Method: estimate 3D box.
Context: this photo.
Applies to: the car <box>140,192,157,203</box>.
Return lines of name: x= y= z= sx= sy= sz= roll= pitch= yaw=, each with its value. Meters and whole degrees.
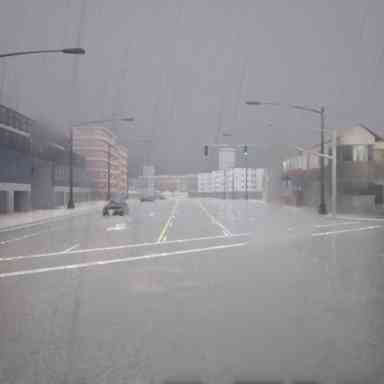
car: x=-7.683 y=1.130 z=56.910 sx=2.033 sy=1.411 sz=5.357 roll=0 pitch=1 yaw=-1

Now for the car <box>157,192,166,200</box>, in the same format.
car: x=-8.272 y=0.954 z=81.333 sx=2.150 sy=2.045 sz=5.566 roll=0 pitch=-1 yaw=-1

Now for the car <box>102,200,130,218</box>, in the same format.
car: x=-7.065 y=1.537 z=31.224 sx=2.128 sy=1.511 sz=4.902 roll=0 pitch=1 yaw=-1
